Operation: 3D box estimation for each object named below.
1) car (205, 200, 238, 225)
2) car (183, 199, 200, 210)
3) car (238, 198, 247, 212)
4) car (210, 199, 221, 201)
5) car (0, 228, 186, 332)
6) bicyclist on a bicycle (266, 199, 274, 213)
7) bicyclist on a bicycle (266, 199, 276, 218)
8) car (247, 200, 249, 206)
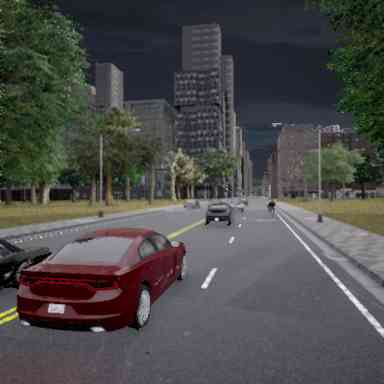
[{"bbox_3d":[2.192,1.622,25.173,1.837,1.490,4.892,0,0,11],"label":"car"},{"bbox_3d":[0.002,1.789,48.265,1.812,1.442,4.674,0,0,11],"label":"car"},{"bbox_3d":[5.847,1.823,43.358,1.895,1.301,4.718,0,0,11],"label":"car"},{"bbox_3d":[3.473,1.755,49.040,2.128,1.511,4.902,0,0,11],"label":"car"},{"bbox_3d":[-1.433,1.511,7.146,1.882,1.535,5.008,0,0,11],"label":"car"},{"bbox_3d":[9.087,1.625,38.962,0.866,1.612,1.509,0,0,12],"label":"bicyclist on a bicycle"},{"bbox_3d":[7.505,1.512,31.090,0.659,1.776,1.843,0,1,11],"label":"bicyclist on a bicycle"},{"bbox_3d":[9.325,1.857,60.727,1.812,1.442,4.674,0,0,11],"label":"car"}]
